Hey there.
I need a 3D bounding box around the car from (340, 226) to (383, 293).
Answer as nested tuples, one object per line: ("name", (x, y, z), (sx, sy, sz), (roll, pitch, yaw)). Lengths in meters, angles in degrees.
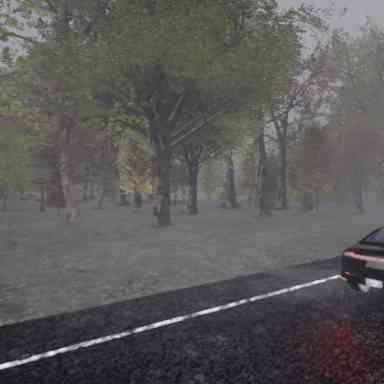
("car", (5.337, 1.466, 7.551), (4.902, 1.511, 2.128), (0, 0, -35))
